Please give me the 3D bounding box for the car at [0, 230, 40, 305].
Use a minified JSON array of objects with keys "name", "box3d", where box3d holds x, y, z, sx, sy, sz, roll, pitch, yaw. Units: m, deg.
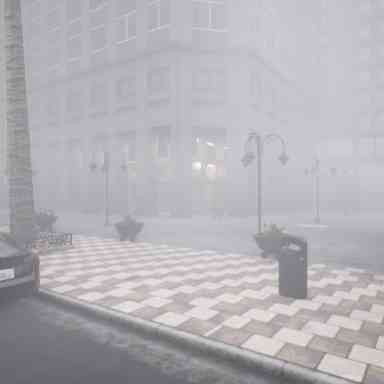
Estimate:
[{"name":"car","box3d":[-5.249,1.513,7.203,4.786,1.482,2.161,0,0,35]}]
